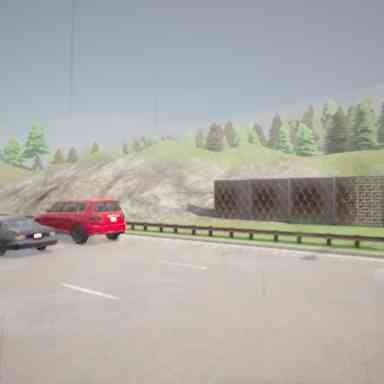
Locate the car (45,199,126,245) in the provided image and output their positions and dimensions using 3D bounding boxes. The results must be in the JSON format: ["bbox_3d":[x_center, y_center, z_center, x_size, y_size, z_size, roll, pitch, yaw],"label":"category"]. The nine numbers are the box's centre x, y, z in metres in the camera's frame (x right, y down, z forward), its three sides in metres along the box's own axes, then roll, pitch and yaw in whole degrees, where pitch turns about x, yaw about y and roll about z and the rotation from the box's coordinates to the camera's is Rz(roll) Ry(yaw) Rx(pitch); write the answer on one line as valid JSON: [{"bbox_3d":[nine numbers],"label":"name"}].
[{"bbox_3d":[-5.737,1.350,16.593,5.566,2.045,2.150,0,0,35],"label":"car"}]

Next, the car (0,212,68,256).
[{"bbox_3d":[-7.740,1.680,13.724,5.357,1.411,2.033,-1,0,35],"label":"car"}]
